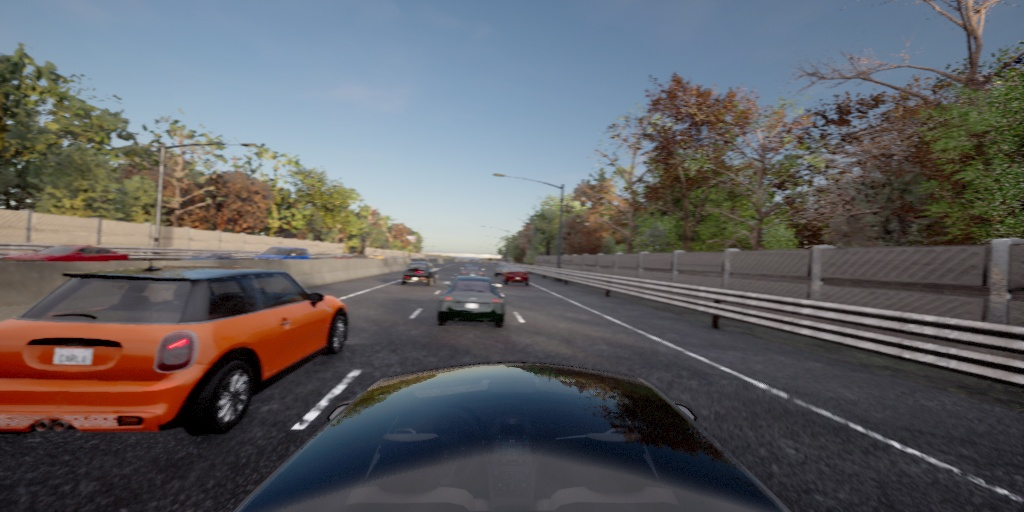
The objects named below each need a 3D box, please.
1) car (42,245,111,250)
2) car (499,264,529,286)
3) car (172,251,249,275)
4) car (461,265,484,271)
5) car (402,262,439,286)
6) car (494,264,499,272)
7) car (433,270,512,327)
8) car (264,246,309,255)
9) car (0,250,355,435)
[{"bbox_3d":[-23.400,0.135,19.092,1.882,1.535,5.008,3,-1,-6],"label":"car"},{"bbox_3d":[0.212,1.548,29.832,1.882,1.535,5.008,3,0,-6],"label":"car"},{"bbox_3d":[-20.496,0.442,24.624,1.994,1.385,4.181,3,-1,-6],"label":"car"},{"bbox_3d":[-3.265,1.442,29.634,1.994,1.385,4.181,3,-1,-6],"label":"car"},{"bbox_3d":[-6.216,1.165,24.503,1.837,1.490,4.892,3,0,-6],"label":"car"},{"bbox_3d":[-1.086,1.678,41.154,2.033,1.411,5.357,3,-1,-6],"label":"car"},{"bbox_3d":[-1.319,1.353,11.860,1.994,1.385,4.181,3,-1,-6],"label":"car"},{"bbox_3d":[-17.218,0.304,26.968,2.150,2.045,5.566,3,-1,-6],"label":"car"},{"bbox_3d":[-4.102,0.915,5.276,2.097,1.767,4.553,3,-1,-6],"label":"car"}]
